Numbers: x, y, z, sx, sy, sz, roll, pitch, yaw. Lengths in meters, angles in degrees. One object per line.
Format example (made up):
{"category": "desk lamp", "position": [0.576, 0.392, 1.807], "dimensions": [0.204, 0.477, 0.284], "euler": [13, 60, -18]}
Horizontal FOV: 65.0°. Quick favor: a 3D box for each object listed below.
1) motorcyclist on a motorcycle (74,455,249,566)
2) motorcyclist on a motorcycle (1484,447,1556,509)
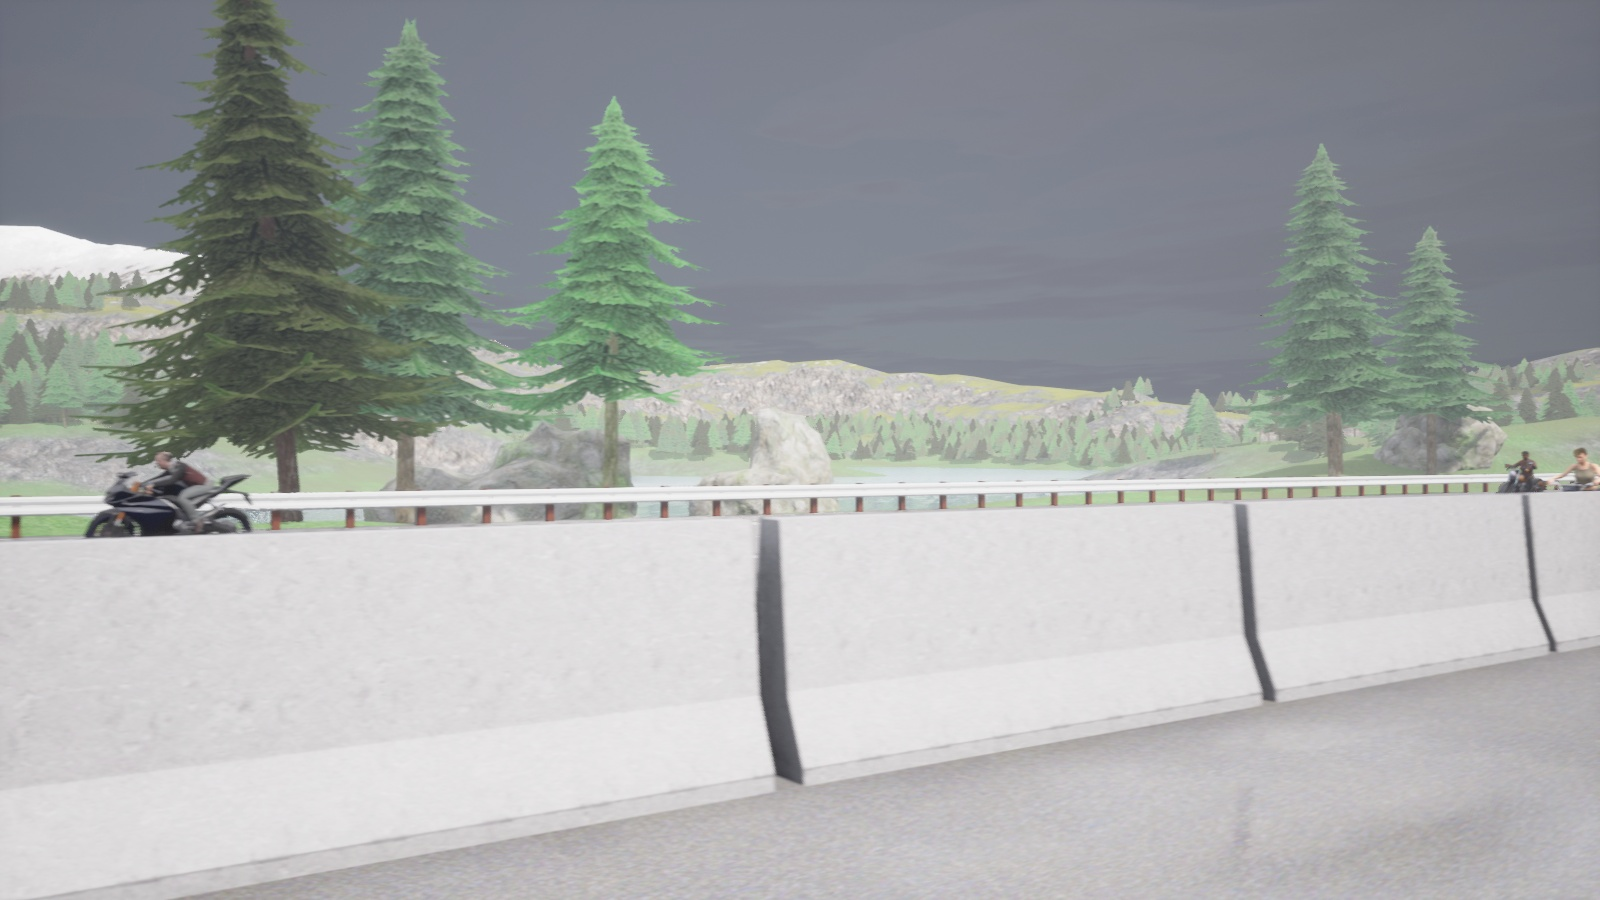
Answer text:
{"category": "motorcyclist on a motorcycle", "position": [-9.365, 0.844, 18.443], "dimensions": [2.191, 1.530, 0.866], "euler": [0, 0, -34]}
{"category": "motorcyclist on a motorcycle", "position": [19.627, 0.737, 34.215], "dimensions": [2.350, 1.649, 0.766], "euler": [0, 0, -35]}
